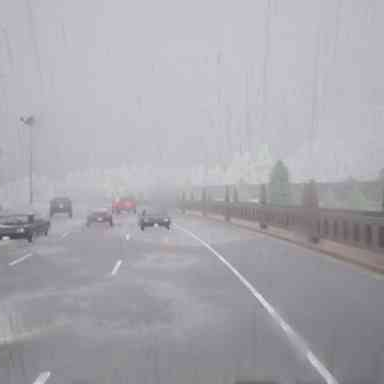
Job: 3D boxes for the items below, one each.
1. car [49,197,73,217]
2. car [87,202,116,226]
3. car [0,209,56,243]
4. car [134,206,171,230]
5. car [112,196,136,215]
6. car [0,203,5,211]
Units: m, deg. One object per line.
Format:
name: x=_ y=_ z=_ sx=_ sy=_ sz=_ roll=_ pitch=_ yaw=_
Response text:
car: x=-14.052 y=1.580 z=35.758 sx=2.150 sy=2.045 sz=5.566 roll=0 pitch=0 yaw=-21
car: x=-7.025 y=1.755 z=25.491 sx=1.812 sy=1.442 sz=4.674 roll=0 pitch=0 yaw=-15
car: x=-8.632 y=1.777 z=16.959 sx=1.895 sy=1.301 sz=4.718 roll=0 pitch=0 yaw=-10
car: x=-2.675 y=1.779 z=22.633 sx=1.895 sy=1.301 sz=4.718 roll=0 pitch=0 yaw=-12
car: x=-8.171 y=1.558 z=39.806 sx=2.150 sy=2.045 sz=5.566 roll=0 pitch=0 yaw=-22
car: x=-25.082 y=2.056 z=42.519 sx=2.033 sy=1.411 sz=5.357 roll=0 pitch=0 yaw=-28
